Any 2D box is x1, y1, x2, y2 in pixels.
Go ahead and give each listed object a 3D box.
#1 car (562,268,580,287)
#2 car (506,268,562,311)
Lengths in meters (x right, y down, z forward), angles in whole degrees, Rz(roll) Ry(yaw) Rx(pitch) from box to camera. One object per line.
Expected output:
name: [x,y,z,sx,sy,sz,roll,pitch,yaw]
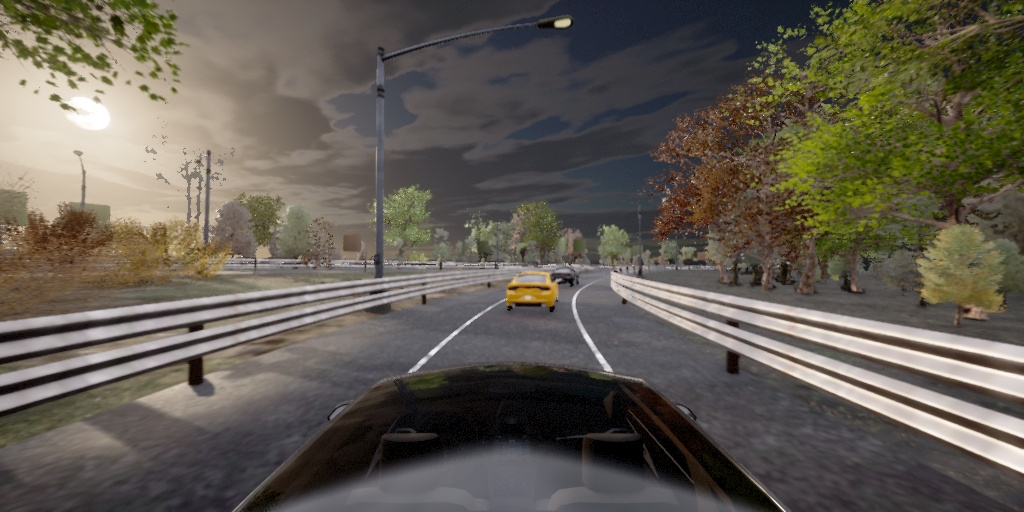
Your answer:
car: [4.479,1.708,29.996,1.882,1.535,5.008,0,-1,19]
car: [1.021,1.431,15.726,1.882,1.535,5.008,0,-1,10]
